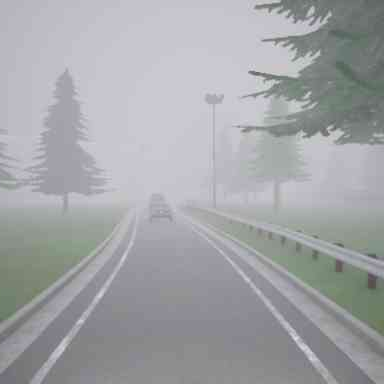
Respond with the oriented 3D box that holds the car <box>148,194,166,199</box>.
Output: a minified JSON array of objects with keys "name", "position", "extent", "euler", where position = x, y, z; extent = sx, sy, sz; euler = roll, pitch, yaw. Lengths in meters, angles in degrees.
[{"name":"car","position":[-4.609,1.219,44.317],"extent":[2.150,2.045,5.566],"euler":[0,0,-6]}]

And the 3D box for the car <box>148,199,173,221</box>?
[{"name":"car","position":[-2.584,1.545,27.057],"extent":[2.033,1.411,5.357],"euler":[0,0,-8]}]
